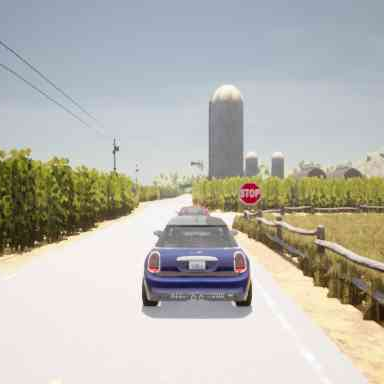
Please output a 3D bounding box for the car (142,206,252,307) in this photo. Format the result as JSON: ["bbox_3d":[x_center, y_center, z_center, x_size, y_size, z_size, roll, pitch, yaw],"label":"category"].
[{"bbox_3d":[0.096,1.352,8.157,2.097,1.767,4.553,0,0,0],"label":"car"}]

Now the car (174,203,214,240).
[{"bbox_3d":[0.077,1.477,18.201,1.882,1.535,5.008,0,0,0],"label":"car"}]
